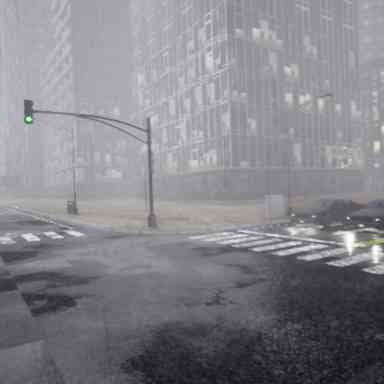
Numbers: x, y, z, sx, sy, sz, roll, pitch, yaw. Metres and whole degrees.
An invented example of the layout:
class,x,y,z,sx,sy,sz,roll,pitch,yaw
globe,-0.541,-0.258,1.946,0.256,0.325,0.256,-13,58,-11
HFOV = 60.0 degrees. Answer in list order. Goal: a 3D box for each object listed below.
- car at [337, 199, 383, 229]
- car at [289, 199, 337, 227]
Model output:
class,x,y,z,sx,sy,sz,roll,pitch,yaw
car,9.894,1.047,16.600,5.357,1.411,2.033,-2,0,-33
car,8.083,1.096,19.298,5.357,1.411,2.033,-2,0,-33
